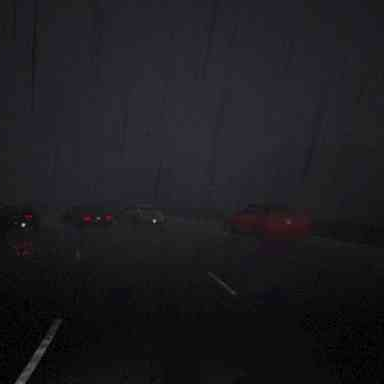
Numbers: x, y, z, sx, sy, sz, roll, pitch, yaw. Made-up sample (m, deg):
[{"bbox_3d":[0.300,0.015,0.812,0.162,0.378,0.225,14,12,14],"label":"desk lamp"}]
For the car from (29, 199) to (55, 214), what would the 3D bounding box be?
[{"bbox_3d":[-15.826,1.452,34.058,5.008,1.535,1.882,0,0,35],"label":"car"}]

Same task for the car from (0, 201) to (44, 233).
[{"bbox_3d":[-10.481,1.490,19.828,1.837,1.490,4.892,1,0,-36],"label":"car"}]

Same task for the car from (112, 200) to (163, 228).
[{"bbox_3d":[-3.534,1.509,22.059,1.812,1.442,4.674,0,0,-33],"label":"car"}]

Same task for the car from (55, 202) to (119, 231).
[{"bbox_3d":[-6.709,1.531,20.743,2.033,1.411,5.357,0,0,-35],"label":"car"}]

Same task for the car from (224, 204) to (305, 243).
[{"bbox_3d":[3.377,1.339,16.340,2.097,1.767,4.553,0,0,-22],"label":"car"}]

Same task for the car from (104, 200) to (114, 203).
[{"bbox_3d":[-7.812,1.522,32.434,5.357,1.411,2.033,0,0,42],"label":"car"}]
